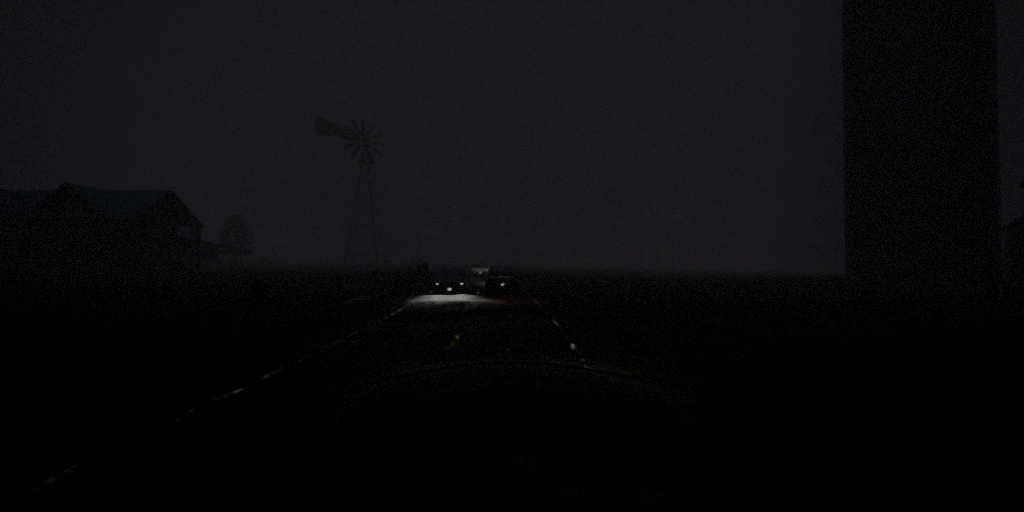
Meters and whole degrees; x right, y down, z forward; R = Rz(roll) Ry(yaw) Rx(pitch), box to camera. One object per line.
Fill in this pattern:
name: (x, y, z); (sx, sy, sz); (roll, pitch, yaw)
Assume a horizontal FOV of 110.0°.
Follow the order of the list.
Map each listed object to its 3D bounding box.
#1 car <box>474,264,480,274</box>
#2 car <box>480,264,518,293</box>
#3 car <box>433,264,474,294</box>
car: (-3.981, 1.558, 41.592); (1.895, 1.301, 4.718); (0, 0, -13)
car: (-0.717, 1.354, 21.832); (2.128, 1.511, 4.902); (0, 0, -5)
car: (-3.562, 1.406, 21.788); (2.033, 1.411, 5.357); (0, 0, -5)
